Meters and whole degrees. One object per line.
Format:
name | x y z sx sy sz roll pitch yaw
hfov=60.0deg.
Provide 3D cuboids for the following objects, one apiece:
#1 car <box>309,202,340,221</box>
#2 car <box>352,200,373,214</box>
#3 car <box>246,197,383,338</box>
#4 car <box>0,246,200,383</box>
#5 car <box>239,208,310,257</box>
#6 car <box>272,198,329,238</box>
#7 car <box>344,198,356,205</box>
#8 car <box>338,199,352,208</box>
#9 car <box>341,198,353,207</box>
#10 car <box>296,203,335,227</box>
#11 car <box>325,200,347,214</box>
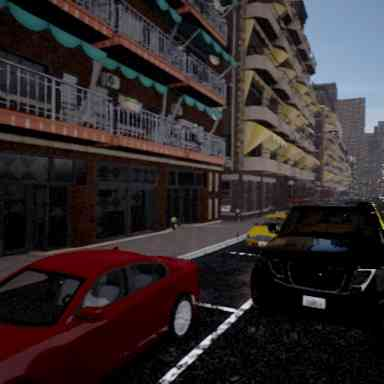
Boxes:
car | 11.481 1.615 28.645 2.008 1.369 4.403 1 0 28
car | 19.747 1.735 38.474 1.994 1.385 4.181 1 0 28
car | 3.044 1.235 7.193 2.150 2.045 5.566 1 0 28
car | -1.471 1.492 4.235 1.887 1.381 4.507 1 0 28
car | 3.631 1.517 13.849 1.752 1.417 4.829 1 0 28
car | 6.303 1.331 18.880 2.192 1.841 5.009 1 0 28
car | 32.202 1.854 67.700 1.947 1.339 4.313 1 0 28
car | 24.431 1.782 53.055 1.802 1.307 4.206 1 0 28
car | 27.021 1.811 57.936 1.802 1.307 4.206 1 0 28
car | 8.891 1.590 23.763 2.008 1.369 4.403 1 0 28
car | 16.661 1.682 38.409 1.947 1.339 4.313 1 0 28
